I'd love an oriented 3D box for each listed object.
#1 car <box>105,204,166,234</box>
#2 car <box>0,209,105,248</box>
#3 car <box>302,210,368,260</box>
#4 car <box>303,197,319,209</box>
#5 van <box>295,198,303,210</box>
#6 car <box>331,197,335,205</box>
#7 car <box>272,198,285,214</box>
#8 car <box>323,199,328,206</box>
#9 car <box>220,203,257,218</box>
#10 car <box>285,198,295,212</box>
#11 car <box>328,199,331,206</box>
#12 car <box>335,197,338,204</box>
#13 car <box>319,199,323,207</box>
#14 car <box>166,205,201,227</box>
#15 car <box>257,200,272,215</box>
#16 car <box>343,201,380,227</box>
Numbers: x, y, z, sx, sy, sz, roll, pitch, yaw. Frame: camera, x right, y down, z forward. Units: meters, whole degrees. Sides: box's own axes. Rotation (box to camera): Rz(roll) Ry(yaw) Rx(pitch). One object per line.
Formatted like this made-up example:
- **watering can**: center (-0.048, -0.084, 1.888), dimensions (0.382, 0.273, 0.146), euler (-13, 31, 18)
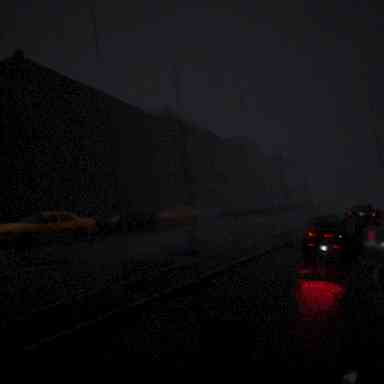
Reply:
- **car**: center (-3.983, 1.554, 20.720), dimensions (2.185, 1.767, 4.553), euler (0, -1, 31)
- **car**: center (-6.955, 1.604, 15.806), dimensions (1.946, 1.575, 5.366), euler (0, -1, 31)
- **car**: center (5.832, 1.694, 13.521), dimensions (1.837, 1.490, 4.892), euler (0, -1, 32)
- **car**: center (21.741, 2.051, 63.205), dimensions (2.435, 2.045, 5.566), euler (0, -1, 31)
- **van**: center (15.908, 1.935, 53.570), dimensions (1.878, 1.987, 4.442), euler (0, -1, 31)
- **car**: center (33.153, 2.453, 82.051), dimensions (2.185, 1.767, 4.553), euler (0, -1, 31)
- **car**: center (10.261, 1.899, 44.243), dimensions (2.185, 1.767, 4.553), euler (0, -1, 31)
- **car**: center (27.415, 2.441, 72.576), dimensions (2.231, 1.521, 4.892), euler (0, -1, 31)
- **car**: center (4.590, 1.888, 34.875), dimensions (2.231, 1.521, 4.892), euler (0, -1, 31)
- **car**: center (13.122, 1.968, 48.969), dimensions (2.185, 1.767, 4.553), euler (0, -1, 31)
- **car**: center (30.291, 2.384, 77.325), dimensions (2.185, 1.767, 4.553), euler (0, -1, 31)
- **car**: center (36.063, 2.689, 86.858), dimensions (2.002, 1.452, 4.674), euler (0, -1, 31)
- **car**: center (24.554, 2.370, 67.849), dimensions (2.097, 1.535, 5.008), euler (0, -1, 31)
- **car**: center (-1.231, 1.743, 25.259), dimensions (1.946, 1.575, 5.366), euler (0, -1, 31)
- **car**: center (7.448, 1.996, 39.598), dimensions (2.002, 1.452, 4.674), euler (0, -1, 31)
- **car**: center (13.645, 1.724, 26.352), dimensions (2.097, 1.767, 4.553), euler (0, -1, 32)
